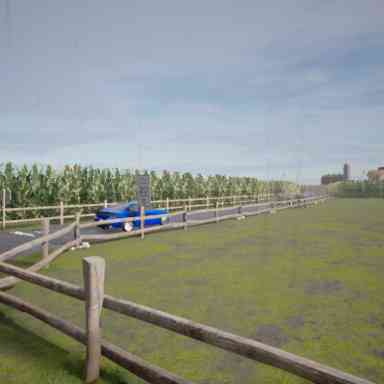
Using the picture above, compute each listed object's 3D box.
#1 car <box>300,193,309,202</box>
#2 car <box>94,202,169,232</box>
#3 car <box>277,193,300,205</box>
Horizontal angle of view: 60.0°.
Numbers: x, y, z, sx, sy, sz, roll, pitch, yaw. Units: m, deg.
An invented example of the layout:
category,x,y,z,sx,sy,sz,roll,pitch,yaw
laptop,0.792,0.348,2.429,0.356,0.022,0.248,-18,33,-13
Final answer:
category,x,y,z,sx,sy,sz,roll,pitch,yaw
car,17.944,0.905,54.490,1.837,1.490,4.892,0,1,28
car,-3.315,1.326,19.262,1.882,1.535,5.008,1,1,34
car,13.023,1.022,45.587,1.837,1.490,4.892,1,1,30
